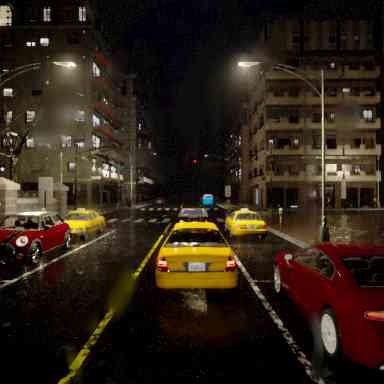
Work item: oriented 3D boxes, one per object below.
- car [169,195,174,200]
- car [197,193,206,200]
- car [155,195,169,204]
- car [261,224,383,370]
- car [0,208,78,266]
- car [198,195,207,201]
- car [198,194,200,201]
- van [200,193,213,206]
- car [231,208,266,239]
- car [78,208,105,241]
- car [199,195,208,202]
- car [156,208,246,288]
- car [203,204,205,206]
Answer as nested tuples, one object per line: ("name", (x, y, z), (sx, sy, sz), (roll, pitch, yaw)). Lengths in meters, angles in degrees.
("car", (-5.808, 1.520, 89.090), (1.802, 1.307, 4.206), (1, 0, 0))
("car", (2.576, 1.254, 89.044), (2.192, 1.841, 5.009), (1, 0, 0))
("car", (-5.768, 1.559, 60.735), (1.802, 1.307, 4.206), (1, 0, 0))
("car", (2.690, 1.546, 5.792), (1.887, 1.381, 4.507), (1, 0, 0))
("car", (-5.698, 1.443, 11.417), (1.967, 1.590, 4.097), (1, 0, 0))
("car", (2.581, 1.499, 83.373), (2.008, 1.369, 4.403), (1, 0, 0))
("car", (2.612, 1.522, 60.691), (1.887, 1.381, 4.507), (1, 0, 0))
("van", (2.623, 1.324, 55.018), (1.690, 1.788, 3.998), (1, 0, 0))
("car", (2.673, 1.528, 17.196), (1.752, 1.417, 4.829), (1, 0, 0))
("car", (-5.706, 1.528, 16.861), (1.752, 1.417, 4.829), (1, 0, 0))
("car", (2.589, 1.507, 77.702), (2.008, 1.369, 4.403), (1, 0, 0))
("car", (0.086, 1.459, 9.162), (1.801, 1.575, 5.366), (0, 0, 0))
("car", (0.080, 1.604, 19.651), (1.895, 1.301, 4.718), (0, 0, 0))
